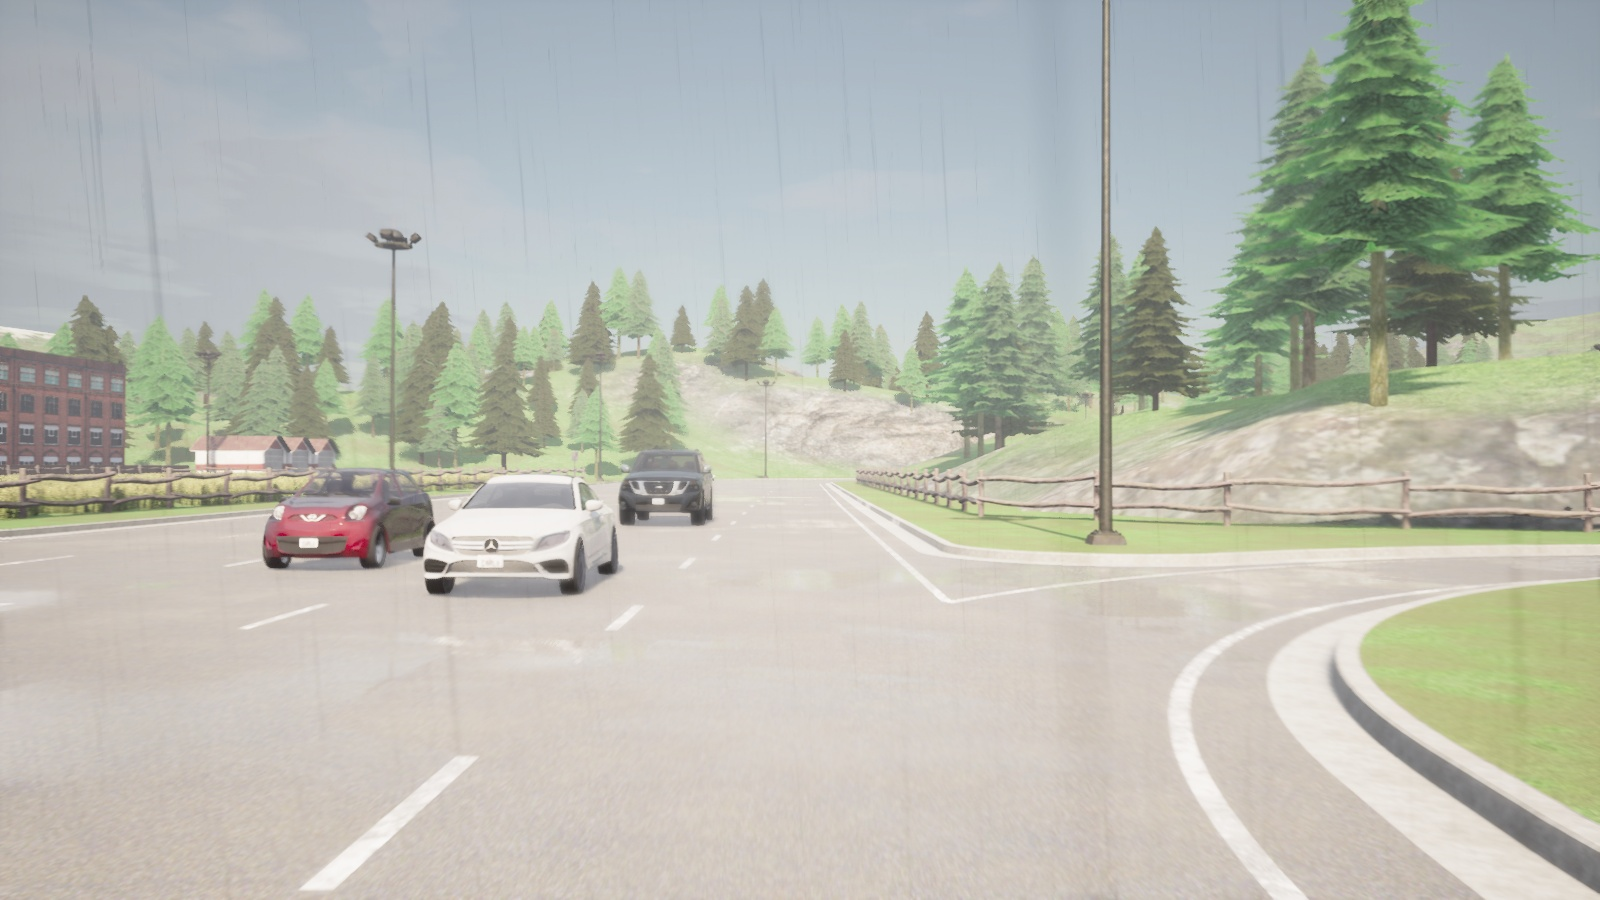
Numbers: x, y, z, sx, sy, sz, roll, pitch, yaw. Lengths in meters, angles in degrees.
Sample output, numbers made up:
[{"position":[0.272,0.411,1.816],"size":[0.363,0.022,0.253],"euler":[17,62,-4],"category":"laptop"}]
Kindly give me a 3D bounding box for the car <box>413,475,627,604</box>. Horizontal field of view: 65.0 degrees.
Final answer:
[{"position":[-3.540,1.076,16.761],"size":[1.812,1.442,4.674],"euler":[0,-1,0],"category":"car"}]

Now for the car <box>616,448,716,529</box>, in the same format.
[{"position":[-3.583,1.010,34.628],"size":[2.150,2.045,5.566],"euler":[0,-1,0],"category":"car"}]

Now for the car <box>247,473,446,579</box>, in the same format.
[{"position":[-7.047,1.120,19.904],"size":[1.845,1.501,3.633],"euler":[0,-1,0],"category":"car"}]
